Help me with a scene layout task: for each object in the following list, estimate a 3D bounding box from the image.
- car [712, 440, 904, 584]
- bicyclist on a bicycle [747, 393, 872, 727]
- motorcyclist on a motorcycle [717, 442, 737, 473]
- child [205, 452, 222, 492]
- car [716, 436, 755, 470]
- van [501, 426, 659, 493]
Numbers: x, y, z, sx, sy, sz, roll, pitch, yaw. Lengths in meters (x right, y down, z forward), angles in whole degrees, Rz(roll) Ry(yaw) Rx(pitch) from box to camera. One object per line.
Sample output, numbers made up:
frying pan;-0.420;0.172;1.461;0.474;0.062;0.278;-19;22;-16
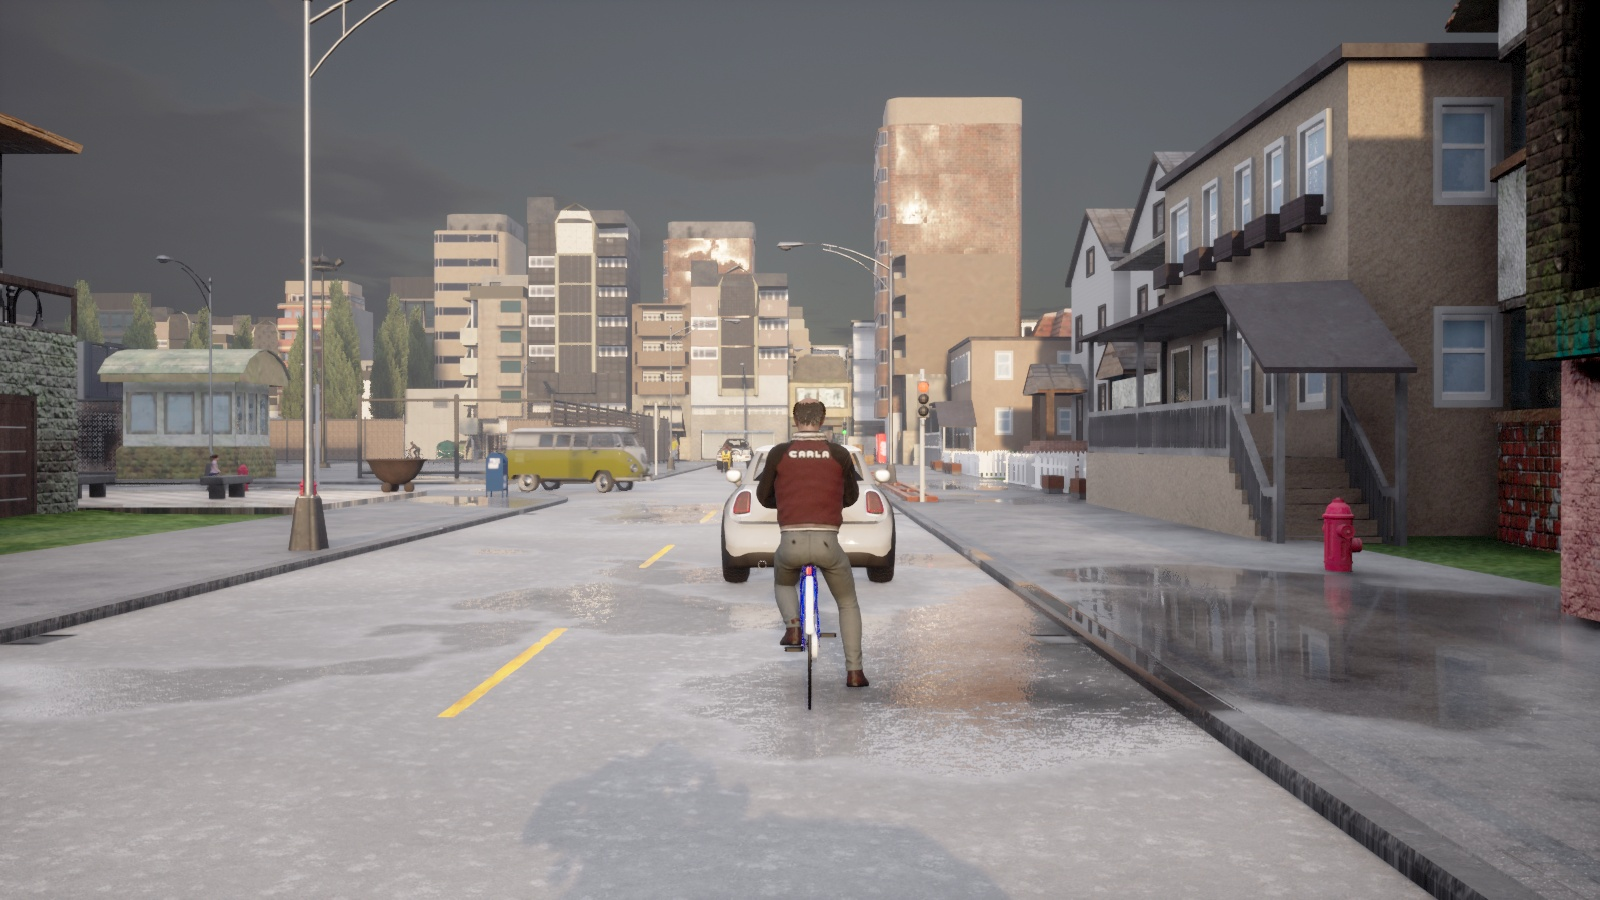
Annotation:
car;0.093;0.628;14.787;1.970;1.475;3.806;0;0;0
bicyclist on a bicycle;0.056;0.574;7.591;0.659;1.776;1.843;0;1;0
motorcyclist on a motorcycle;-3.636;0.372;62.667;0.797;1.523;2.044;0;0;2
child;-16.400;0.605;35.142;0.394;1.110;0.255;0;0;-15
car;-3.610;0.161;70.722;1.932;1.855;4.605;0;0;1
van;-6.727;0.277;38.398;4.442;1.987;1.775;0;0;18
